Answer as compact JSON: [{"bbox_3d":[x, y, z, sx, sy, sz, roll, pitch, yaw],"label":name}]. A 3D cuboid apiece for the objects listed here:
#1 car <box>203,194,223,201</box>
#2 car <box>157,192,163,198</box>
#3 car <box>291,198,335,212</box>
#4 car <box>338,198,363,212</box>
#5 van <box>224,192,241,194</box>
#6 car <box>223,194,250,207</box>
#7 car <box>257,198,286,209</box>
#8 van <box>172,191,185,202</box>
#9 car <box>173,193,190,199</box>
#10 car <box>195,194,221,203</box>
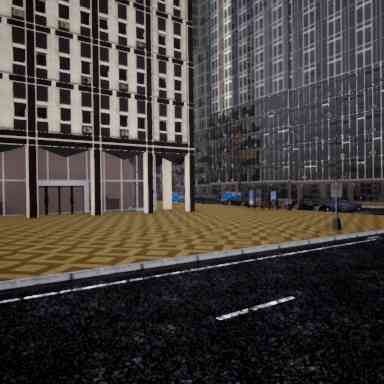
[{"bbox_3d":[4.021,1.036,64.947,1.802,1.307,4.206,-1,1,-34],"label":"car"},{"bbox_3d":[-5.573,0.608,79.041,2.192,1.841,5.009,-1,1,-34],"label":"car"},{"bbox_3d":[12.973,1.418,36.667,1.947,1.339,4.313,-1,1,-34],"label":"car"},{"bbox_3d":[16.010,1.368,37.026,2.033,1.411,5.357,-1,1,-34],"label":"car"},{"bbox_3d":[7.217,0.848,60.245,1.690,1.788,3.998,-1,1,-34],"label":"van"},{"bbox_3d":[6.640,1.313,46.109,1.947,1.339,4.313,-1,1,-34],"label":"car"},{"bbox_3d":[9.789,1.382,41.378,1.802,1.307,4.206,-1,1,-34],"label":"car"},{"bbox_3d":[-2.908,0.931,60.231,1.690,1.788,3.998,-1,1,-34],"label":"van"},{"bbox_3d":[-2.375,0.929,74.345,1.802,1.307,4.206,-1,1,-34],"label":"car"},{"bbox_3d":[2.323,1.199,57.190,1.895,1.301,4.718,-1,1,-34],"label":"car"}]
